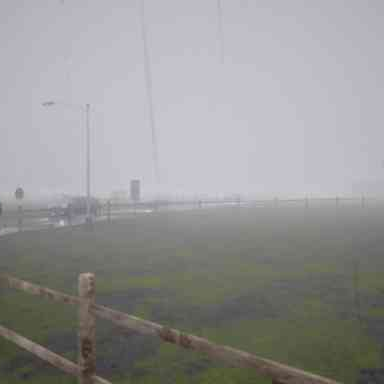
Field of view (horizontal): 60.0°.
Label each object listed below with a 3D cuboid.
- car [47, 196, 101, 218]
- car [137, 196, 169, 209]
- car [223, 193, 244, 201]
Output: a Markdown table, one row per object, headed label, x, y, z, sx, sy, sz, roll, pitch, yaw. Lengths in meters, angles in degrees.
| label | x | y | z | sx | sy | sz | roll | pitch | yaw |
| --- | --- | --- | --- | --- | --- | --- | --- | --- | --- |
| car | -9.701 | 1.119 | 27.587 | 2.097 | 1.767 | 4.553 | 0 | 1 | 27 |
| car | -4.387 | 1.168 | 38.135 | 1.812 | 1.442 | 4.674 | 0 | 1 | 29 |
| car | 7.445 | 0.938 | 58.409 | 2.033 | 1.411 | 5.357 | 1 | 1 | 32 |
